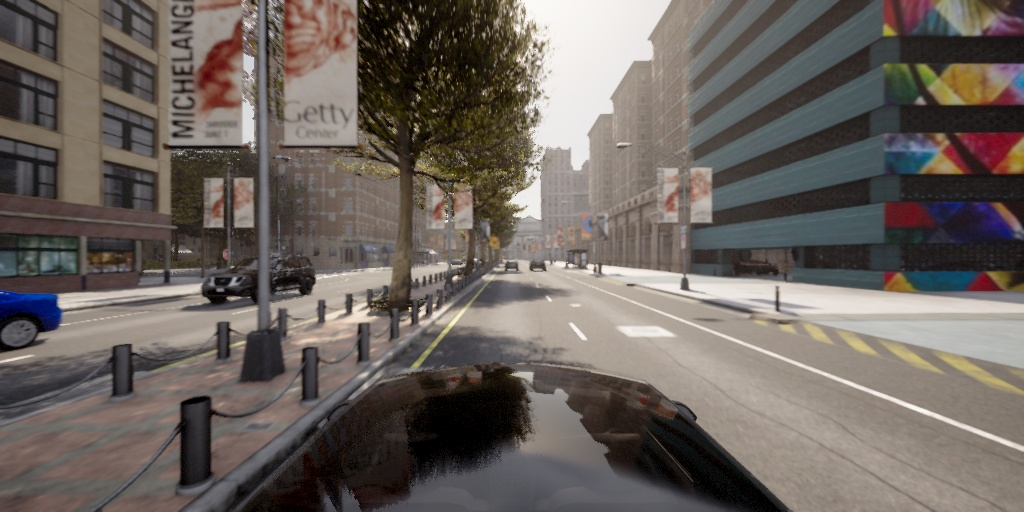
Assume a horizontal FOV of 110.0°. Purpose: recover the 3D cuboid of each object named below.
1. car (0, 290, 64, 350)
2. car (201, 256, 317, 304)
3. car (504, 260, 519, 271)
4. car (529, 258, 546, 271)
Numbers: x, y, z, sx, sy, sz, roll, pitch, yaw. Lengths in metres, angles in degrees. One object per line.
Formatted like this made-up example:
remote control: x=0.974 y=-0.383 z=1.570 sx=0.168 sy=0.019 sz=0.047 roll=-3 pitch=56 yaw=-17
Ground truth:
car: x=-11.600 y=1.260 z=6.339 sx=1.882 sy=1.535 sz=5.008 roll=0 pitch=0 yaw=0
car: x=-11.596 y=1.003 z=17.041 sx=2.150 sy=2.045 sz=5.566 roll=0 pitch=0 yaw=0
car: x=-0.024 y=1.240 z=49.890 sx=2.128 sy=1.511 sz=4.902 roll=0 pitch=0 yaw=0
car: x=3.480 y=1.091 z=49.425 sx=2.097 sy=1.767 sz=4.553 roll=0 pitch=0 yaw=0
